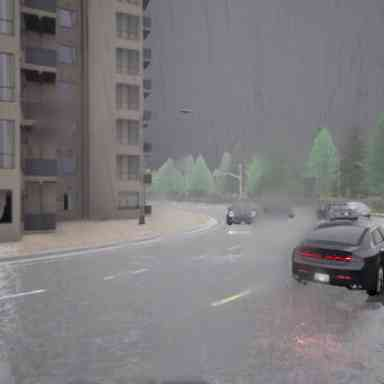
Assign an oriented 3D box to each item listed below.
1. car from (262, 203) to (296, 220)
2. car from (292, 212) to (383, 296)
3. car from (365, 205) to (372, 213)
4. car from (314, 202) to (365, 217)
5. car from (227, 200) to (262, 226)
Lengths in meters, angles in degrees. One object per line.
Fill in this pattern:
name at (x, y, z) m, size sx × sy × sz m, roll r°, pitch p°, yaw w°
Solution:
car at (7.772, 1.701, 30.539) m, size 2.033 × 1.411 × 5.357 m, roll 0°, pitch 0°, yaw -3°
car at (4.297, 1.540, 8.889) m, size 1.837 × 1.490 × 4.892 m, roll 0°, pitch 0°, yaw 40°
car at (14.672, 1.636, 30.665) m, size 1.812 × 1.442 × 4.674 m, roll 0°, pitch 0°, yaw -1°
car at (11.305, 1.652, 26.414) m, size 2.033 × 1.411 × 5.357 m, roll 0°, pitch 0°, yaw 5°
car at (3.738, 1.491, 24.486) m, size 2.097 × 1.767 × 4.553 m, roll -1°, pitch 0°, yaw 8°
